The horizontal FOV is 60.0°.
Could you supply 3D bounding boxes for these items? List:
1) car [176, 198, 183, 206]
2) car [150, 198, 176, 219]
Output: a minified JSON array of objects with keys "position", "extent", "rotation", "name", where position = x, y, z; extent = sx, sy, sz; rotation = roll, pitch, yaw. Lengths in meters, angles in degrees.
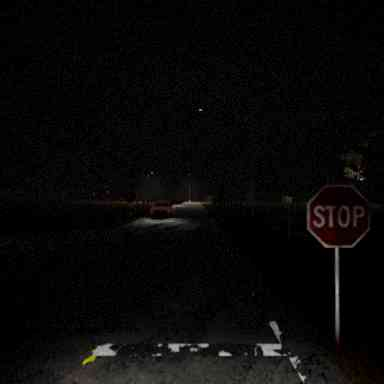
[{"position":[-2.714,1.729,60.475],"extent":[1.994,1.385,4.181],"rotation":[0,-1,0],"name":"car"},{"position":[-2.721,1.539,30.346],"extent":[1.882,1.535,5.008],"rotation":[0,0,0],"name":"car"}]
